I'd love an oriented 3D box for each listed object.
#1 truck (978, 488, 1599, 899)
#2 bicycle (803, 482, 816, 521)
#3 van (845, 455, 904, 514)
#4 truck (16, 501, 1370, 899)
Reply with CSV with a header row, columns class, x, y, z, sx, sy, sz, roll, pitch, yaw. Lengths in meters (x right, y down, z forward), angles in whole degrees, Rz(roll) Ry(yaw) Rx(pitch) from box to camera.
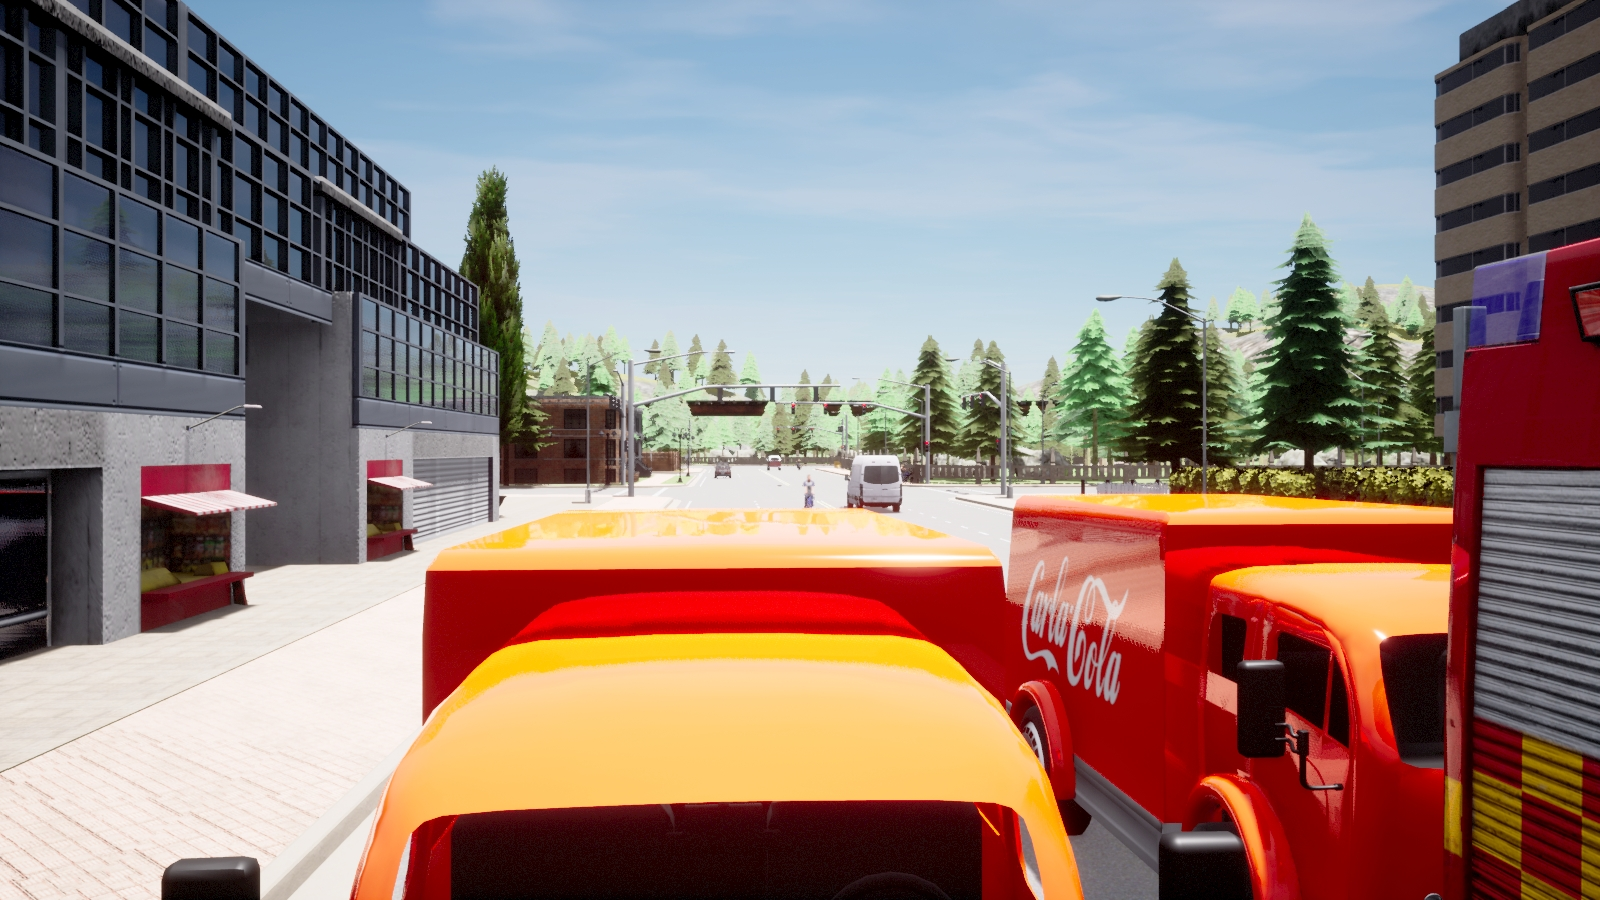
class,x,y,z,sx,sy,sz,roll,pitch,yaw
truck,3.003,1.568,7.234,2.627,2.467,5.204,0,0,-4
bicycle,0.374,2.056,46.313,0.373,1.496,1.643,0,0,-4
van,3.411,1.534,53.444,1.988,2.561,5.915,0,0,-4
truck,-0.347,1.568,4.821,2.627,2.467,5.204,0,0,-4
